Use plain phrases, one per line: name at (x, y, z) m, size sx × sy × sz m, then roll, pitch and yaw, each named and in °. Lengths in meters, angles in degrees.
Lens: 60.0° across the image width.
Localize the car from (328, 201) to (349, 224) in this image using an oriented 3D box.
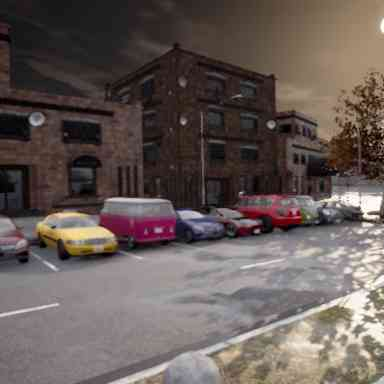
car at (8.004, 1.299, 23.180) m, size 2.185 × 1.767 × 4.553 m, roll 0°, pitch 0°, yaw -39°

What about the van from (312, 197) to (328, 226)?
van at (5.963, 1.215, 21.321) m, size 1.878 × 1.987 × 4.442 m, roll 0°, pitch 0°, yaw -39°

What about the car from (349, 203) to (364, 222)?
car at (10.162, 1.408, 24.895) m, size 2.231 × 1.521 × 4.892 m, roll -1°, pitch 0°, yaw -39°

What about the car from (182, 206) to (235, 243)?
car at (-0.399, 1.518, 16.327) m, size 2.002 × 1.452 × 4.674 m, roll 0°, pitch 0°, yaw -38°

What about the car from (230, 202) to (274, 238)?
car at (1.668, 1.498, 17.930) m, size 2.163 × 1.488 × 4.792 m, roll 0°, pitch 0°, yaw -38°

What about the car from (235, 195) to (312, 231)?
car at (3.749, 1.206, 19.691) m, size 2.435 × 2.045 × 5.566 m, roll 0°, pitch 0°, yaw -39°

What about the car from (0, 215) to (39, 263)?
car at (-6.911, 1.535, 11.385) m, size 2.002 × 1.452 × 4.674 m, roll 0°, pitch 0°, yaw -36°

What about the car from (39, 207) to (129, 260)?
car at (-4.609, 1.488, 12.863) m, size 1.946 × 1.575 × 5.366 m, roll 0°, pitch 0°, yaw -37°

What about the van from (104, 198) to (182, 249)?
van at (-2.617, 1.260, 14.758) m, size 1.878 × 1.987 × 4.442 m, roll 0°, pitch 0°, yaw -37°
